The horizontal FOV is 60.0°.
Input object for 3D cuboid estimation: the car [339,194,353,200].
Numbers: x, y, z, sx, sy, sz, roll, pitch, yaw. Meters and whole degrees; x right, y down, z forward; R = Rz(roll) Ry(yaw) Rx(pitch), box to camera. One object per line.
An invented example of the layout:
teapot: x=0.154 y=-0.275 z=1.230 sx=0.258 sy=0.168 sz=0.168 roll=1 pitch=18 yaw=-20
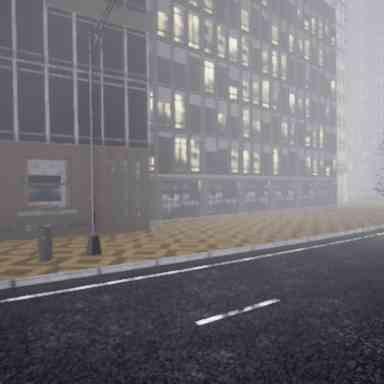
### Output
car: x=33.880 y=1.148 z=75.047 sx=1.947 sy=1.339 sz=4.313 roll=-1 pitch=1 yaw=-42

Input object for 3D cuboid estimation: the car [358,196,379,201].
car: x=37.635 y=1.214 z=70.781 sx=1.802 sy=1.307 sz=4.206 roll=-1 pitch=1 yaw=-42
